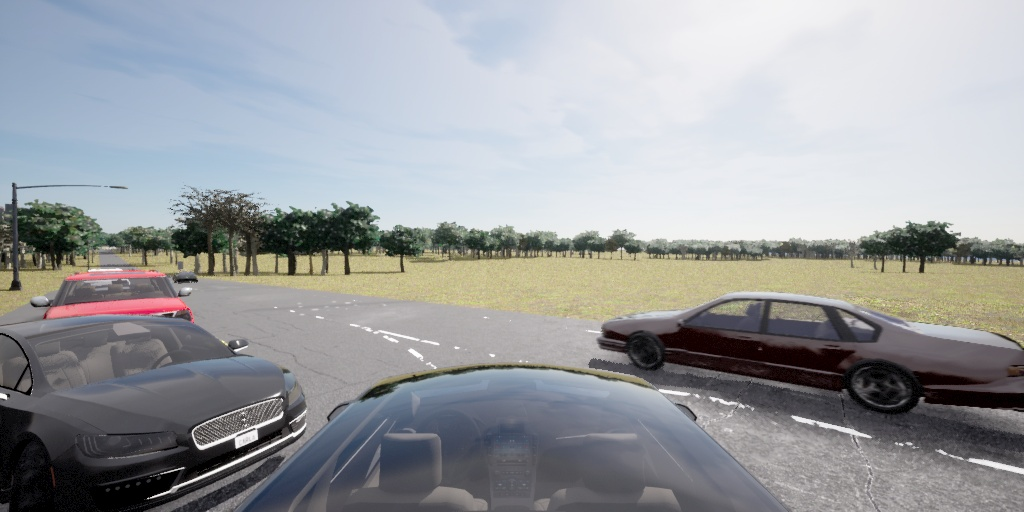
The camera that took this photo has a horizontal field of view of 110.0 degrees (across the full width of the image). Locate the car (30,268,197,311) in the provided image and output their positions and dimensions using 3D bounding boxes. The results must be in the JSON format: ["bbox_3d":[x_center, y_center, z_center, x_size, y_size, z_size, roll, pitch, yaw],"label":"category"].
[{"bbox_3d":[-9.463,1.386,8.636,5.566,2.045,2.150,-2,0,41],"label":"car"}]

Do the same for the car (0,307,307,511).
[{"bbox_3d":[-4.557,1.445,3.985,4.892,1.490,1.837,-3,-3,21],"label":"car"}]

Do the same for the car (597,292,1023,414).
[{"bbox_3d":[4.225,1.328,6.068,5.357,1.411,2.033,-1,-1,41],"label":"car"}]
